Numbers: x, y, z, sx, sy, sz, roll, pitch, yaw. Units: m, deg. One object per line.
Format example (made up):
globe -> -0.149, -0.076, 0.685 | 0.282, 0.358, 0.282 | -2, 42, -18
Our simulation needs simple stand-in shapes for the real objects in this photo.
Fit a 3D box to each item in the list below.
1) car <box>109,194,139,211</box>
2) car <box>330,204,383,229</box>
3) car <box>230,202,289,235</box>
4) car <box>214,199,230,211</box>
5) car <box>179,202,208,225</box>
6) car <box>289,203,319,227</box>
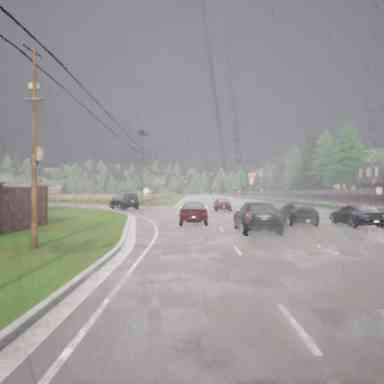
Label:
car -> -8.574, 1.219, 41.823 | 2.150, 2.045, 5.566 | 0, 0, -34
car -> 10.605, 1.524, 21.401 | 1.812, 1.442, 4.674 | 0, 0, 0
car -> 3.609, 1.348, 18.727 | 2.097, 1.767, 4.553 | 0, 0, 0
car -> 3.614, 1.522, 39.909 | 1.812, 1.442, 4.674 | 0, 0, 0
car -> 0.112, 1.473, 24.051 | 1.882, 1.535, 5.008 | 0, 0, 0
car -> 7.111, 1.502, 22.763 | 1.837, 1.490, 4.892 | 0, 0, 0
